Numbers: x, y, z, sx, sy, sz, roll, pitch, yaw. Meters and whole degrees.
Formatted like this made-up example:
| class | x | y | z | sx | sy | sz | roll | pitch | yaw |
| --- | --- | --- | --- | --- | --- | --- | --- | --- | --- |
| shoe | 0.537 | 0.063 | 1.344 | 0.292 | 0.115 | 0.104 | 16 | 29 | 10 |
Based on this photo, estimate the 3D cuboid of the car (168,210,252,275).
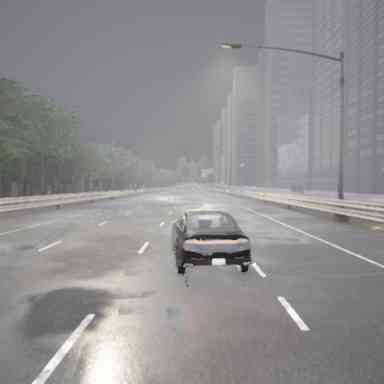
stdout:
| class | x | y | z | sx | sy | sz | roll | pitch | yaw |
| --- | --- | --- | --- | --- | --- | --- | --- | --- | --- |
| car | 0.382 | 1.282 | 9.808 | 2.128 | 1.511 | 4.902 | 0 | 1 | -5 |
